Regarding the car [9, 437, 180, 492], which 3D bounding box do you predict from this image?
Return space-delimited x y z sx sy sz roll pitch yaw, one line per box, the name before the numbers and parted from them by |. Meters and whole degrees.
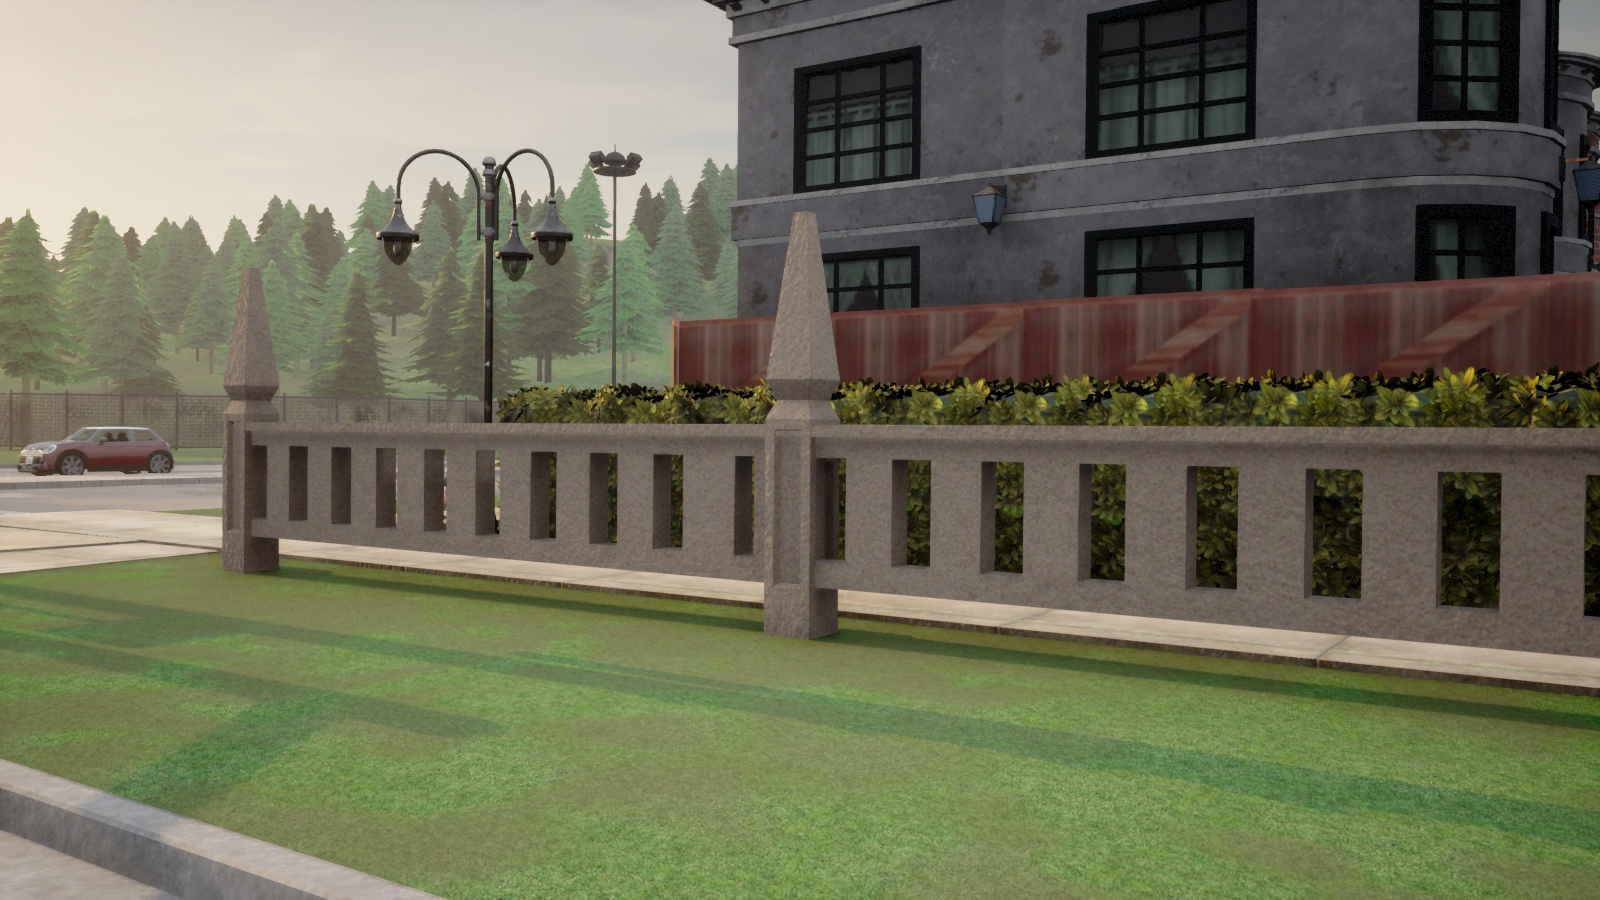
car | -20.421 0.384 36.471 1.970 1.475 3.806 0 1 34
